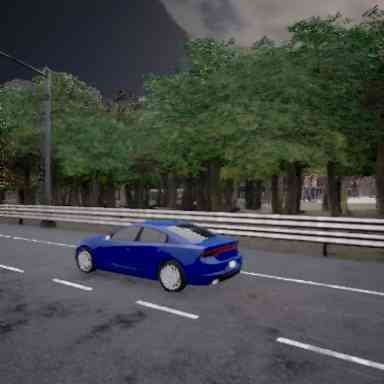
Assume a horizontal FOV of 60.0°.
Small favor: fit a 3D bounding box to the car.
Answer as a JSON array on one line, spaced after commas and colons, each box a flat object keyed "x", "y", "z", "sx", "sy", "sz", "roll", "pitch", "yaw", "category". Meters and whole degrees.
[{"x": -1.102, "y": 1.499, "z": 8.957, "sx": 5.008, "sy": 1.535, "sz": 1.882, "roll": 0, "pitch": 0, "yaw": 36, "category": "car"}]
